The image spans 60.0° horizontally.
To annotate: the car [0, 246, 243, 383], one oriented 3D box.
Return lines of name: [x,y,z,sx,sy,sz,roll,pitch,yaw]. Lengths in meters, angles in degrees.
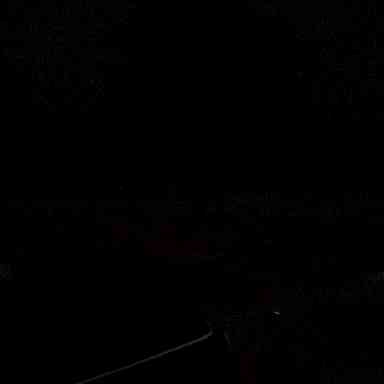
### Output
car: [-1.808,1.350,2.078,4.553,1.767,2.097,0,0,-36]
